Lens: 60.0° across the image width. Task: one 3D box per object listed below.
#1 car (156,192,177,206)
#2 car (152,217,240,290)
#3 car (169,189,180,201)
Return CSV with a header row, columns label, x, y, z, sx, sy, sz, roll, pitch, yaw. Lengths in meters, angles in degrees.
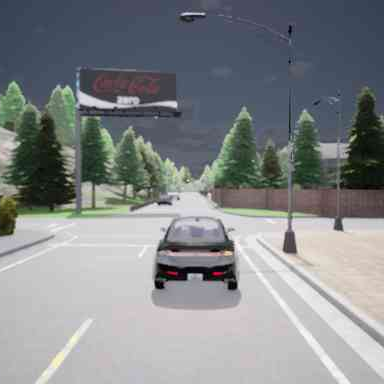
label,x,y,z,sx,sy,sz,roll,pitch,yaw
car,-3.519,1.058,43.656,2.033,1.411,5.357,0,1,0
car,0.136,1.392,8.779,2.128,1.511,4.902,0,1,2
car,-3.425,0.526,62.099,2.150,2.045,5.566,0,1,1
